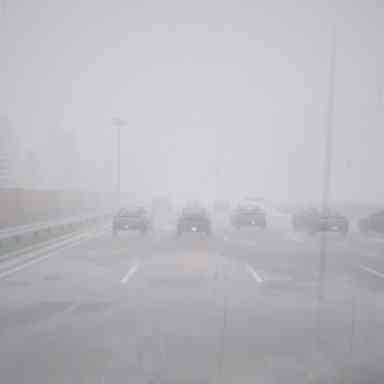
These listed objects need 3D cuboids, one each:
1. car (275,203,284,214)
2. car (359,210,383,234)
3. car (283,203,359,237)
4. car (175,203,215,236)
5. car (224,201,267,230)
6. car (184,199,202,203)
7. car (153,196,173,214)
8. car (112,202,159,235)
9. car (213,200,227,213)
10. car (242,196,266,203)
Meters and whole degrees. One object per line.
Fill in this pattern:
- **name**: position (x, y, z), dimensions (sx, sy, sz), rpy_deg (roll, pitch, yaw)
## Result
- **car**: position (10.600, 1.817, 36.646), dimensions (1.895, 1.301, 4.718), rpy_deg (0, 0, 0)
- **car**: position (10.599, 1.629, 17.494), dimensions (1.812, 1.442, 4.674), rpy_deg (0, 0, 0)
- **car**: position (7.101, 1.604, 18.942), dimensions (2.128, 1.511, 4.902), rpy_deg (0, 0, 0)
- **car**: position (0.102, 1.620, 19.225), dimensions (1.837, 1.490, 4.892), rpy_deg (0, 0, 0)
- **car**: position (3.601, 1.622, 21.966), dimensions (2.128, 1.511, 4.902), rpy_deg (0, 0, 0)
- **car**: position (0.092, 1.577, 38.360), dimensions (2.097, 1.767, 4.553), rpy_deg (0, 0, 0)
- **car**: position (-3.405, 1.450, 38.495), dimensions (2.150, 2.045, 5.566), rpy_deg (0, 0, 0)
- **car**: position (-3.398, 1.609, 19.717), dimensions (2.128, 1.511, 4.902), rpy_deg (0, 0, 0)
- **car**: position (3.581, 1.723, 41.632), dimensions (1.882, 1.535, 5.008), rpy_deg (0, 0, 0)
- **car**: position (7.095, 1.450, 38.546), dimensions (2.150, 2.045, 5.566), rpy_deg (0, 0, 0)
